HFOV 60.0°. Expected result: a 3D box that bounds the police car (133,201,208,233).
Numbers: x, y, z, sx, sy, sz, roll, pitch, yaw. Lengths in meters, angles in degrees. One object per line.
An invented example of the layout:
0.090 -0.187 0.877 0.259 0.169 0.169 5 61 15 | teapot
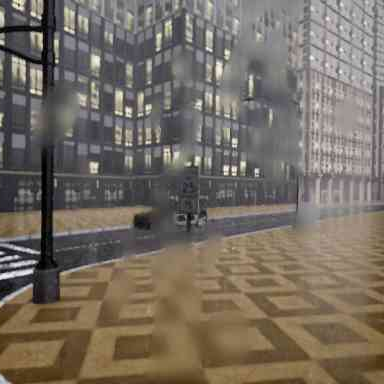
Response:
-1.146 1.344 19.451 1.930 1.638 5.238 1 1 40 | police car
